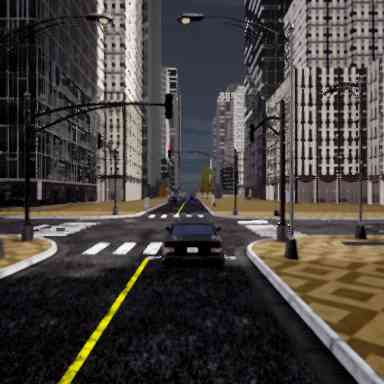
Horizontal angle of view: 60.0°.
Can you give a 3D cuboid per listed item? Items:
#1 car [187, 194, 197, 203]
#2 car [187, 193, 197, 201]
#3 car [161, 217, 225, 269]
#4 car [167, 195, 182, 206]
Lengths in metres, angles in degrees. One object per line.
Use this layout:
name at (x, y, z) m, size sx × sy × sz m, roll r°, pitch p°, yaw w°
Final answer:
car at (-0.002, 1.493, 68.688) m, size 1.812 × 1.442 × 4.674 m, roll 0°, pitch 0°, yaw 0°
car at (-0.004, 1.153, 78.663) m, size 2.097 × 1.767 × 4.553 m, roll 0°, pitch 0°, yaw 0°
car at (0.042, 1.544, 11.088) m, size 2.033 × 1.411 × 5.357 m, roll 0°, pitch 0°, yaw 1°
car at (-3.066, 1.484, 55.234) m, size 1.837 × 1.490 × 4.892 m, roll 0°, pitch 0°, yaw 0°
